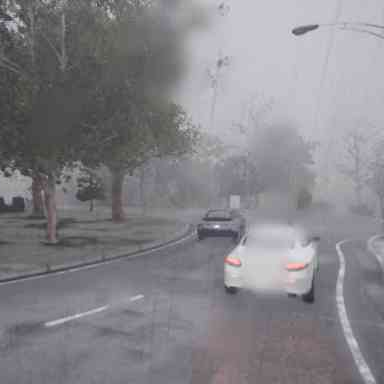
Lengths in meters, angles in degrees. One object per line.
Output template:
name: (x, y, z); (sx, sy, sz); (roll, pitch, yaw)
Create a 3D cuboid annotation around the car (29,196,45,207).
car: (-21.024, 1.332, 46.362); (4.674, 1.442, 1.812); (0, 0, 39)

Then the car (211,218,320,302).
car: (2.121, 1.507, 8.281); (1.812, 1.442, 4.674); (0, 0, 22)

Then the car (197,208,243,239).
car: (1.561, 1.513, 16.832); (1.994, 1.385, 4.181); (0, 0, 13)
